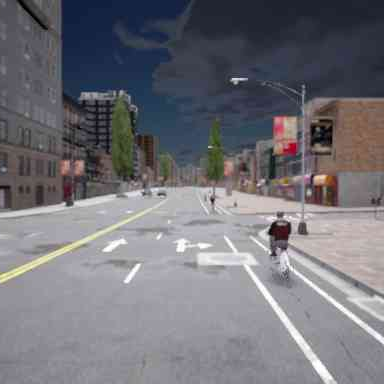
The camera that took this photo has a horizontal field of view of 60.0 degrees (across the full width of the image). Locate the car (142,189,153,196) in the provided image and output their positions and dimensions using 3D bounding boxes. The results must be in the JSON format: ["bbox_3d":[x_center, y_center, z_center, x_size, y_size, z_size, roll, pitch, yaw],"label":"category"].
[{"bbox_3d":[-9.746,0.167,72.743,1.837,1.490,4.892,0,1,0],"label":"car"}]

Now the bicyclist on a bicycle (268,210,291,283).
[{"bbox_3d":[2.251,1.348,8.698,0.659,1.776,1.843,0,0,0],"label":"bicyclist on a bicycle"}]

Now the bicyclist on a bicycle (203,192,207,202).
[{"bbox_3d":[2.272,0.858,57.118,0.866,1.612,1.509,0,1,0],"label":"bicyclist on a bicycle"}]

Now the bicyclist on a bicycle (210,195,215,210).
[{"bbox_3d":[2.255,1.185,36.485,0.659,1.776,1.843,0,1,0],"label":"bicyclist on a bicycle"}]

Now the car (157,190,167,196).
[{"bbox_3d":[-6.496,0.207,72.744,2.033,1.411,5.357,0,1,0],"label":"car"}]
